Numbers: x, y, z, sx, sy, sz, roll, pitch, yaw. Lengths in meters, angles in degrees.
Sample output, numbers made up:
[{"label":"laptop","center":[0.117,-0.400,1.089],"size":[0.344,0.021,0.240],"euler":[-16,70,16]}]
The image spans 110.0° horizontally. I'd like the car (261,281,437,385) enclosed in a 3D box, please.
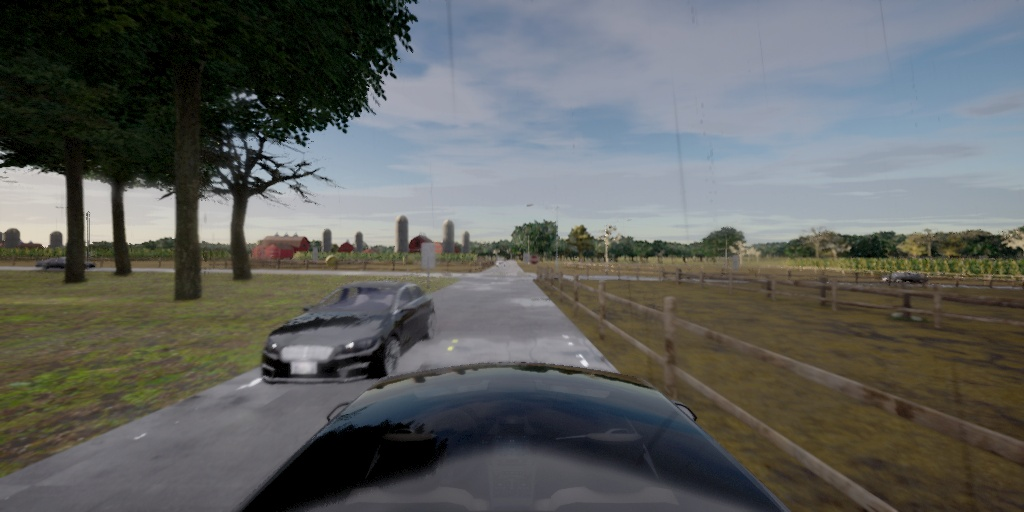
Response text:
[{"label":"car","center":[-2.850,1.291,7.368],"size":[2.128,1.511,4.902],"euler":[0,0,0]}]
